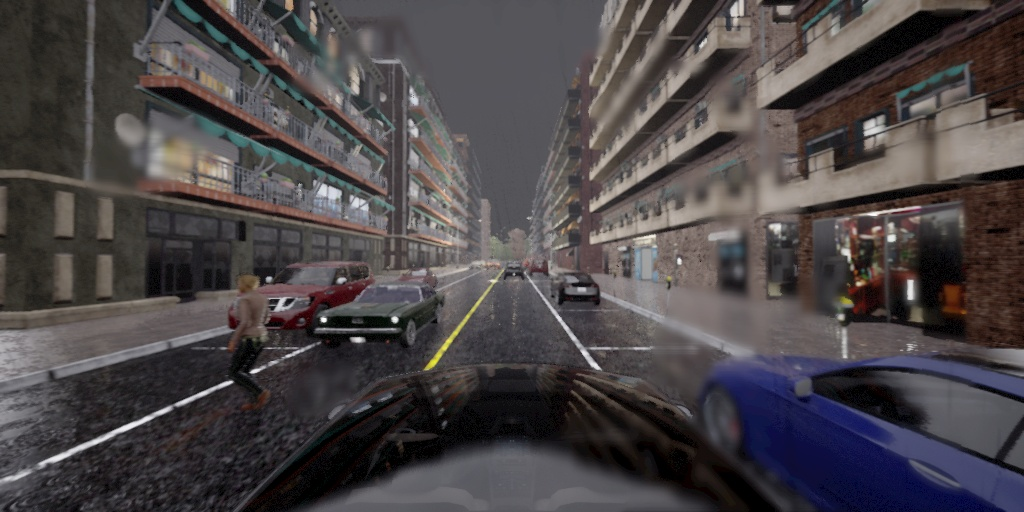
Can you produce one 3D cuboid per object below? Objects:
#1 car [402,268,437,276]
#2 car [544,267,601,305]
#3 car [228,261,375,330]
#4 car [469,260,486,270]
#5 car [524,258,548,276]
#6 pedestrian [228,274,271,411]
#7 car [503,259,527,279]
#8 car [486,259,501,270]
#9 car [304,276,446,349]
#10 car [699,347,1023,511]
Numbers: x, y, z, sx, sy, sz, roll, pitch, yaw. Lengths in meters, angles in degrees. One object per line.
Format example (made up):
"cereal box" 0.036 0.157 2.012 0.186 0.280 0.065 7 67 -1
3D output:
"car" -5.636 1.389 21.704 1.802 1.307 4.207 0 0 0
"car" 2.729 1.356 16.079 1.948 1.339 4.313 0 0 0
"car" -5.667 1.090 10.568 2.192 1.841 5.009 0 0 0
"car" -5.542 1.458 55.111 2.007 1.370 4.403 0 0 0
"car" 2.791 1.171 38.351 2.192 1.841 5.009 0 0 0
"pedestrian" -3.357 1.050 4.613 0.375 1.860 0.375 1 -1 -3
"car" 0.182 1.350 34.087 1.837 1.490 4.892 0 0 0
"car" -2.878 1.264 56.915 2.097 1.767 4.553 0 0 1
"car" -3.081 1.372 9.384 1.895 1.301 4.718 0 0 0
"car" 2.999 1.277 2.079 1.812 1.442 4.674 0 0 0
